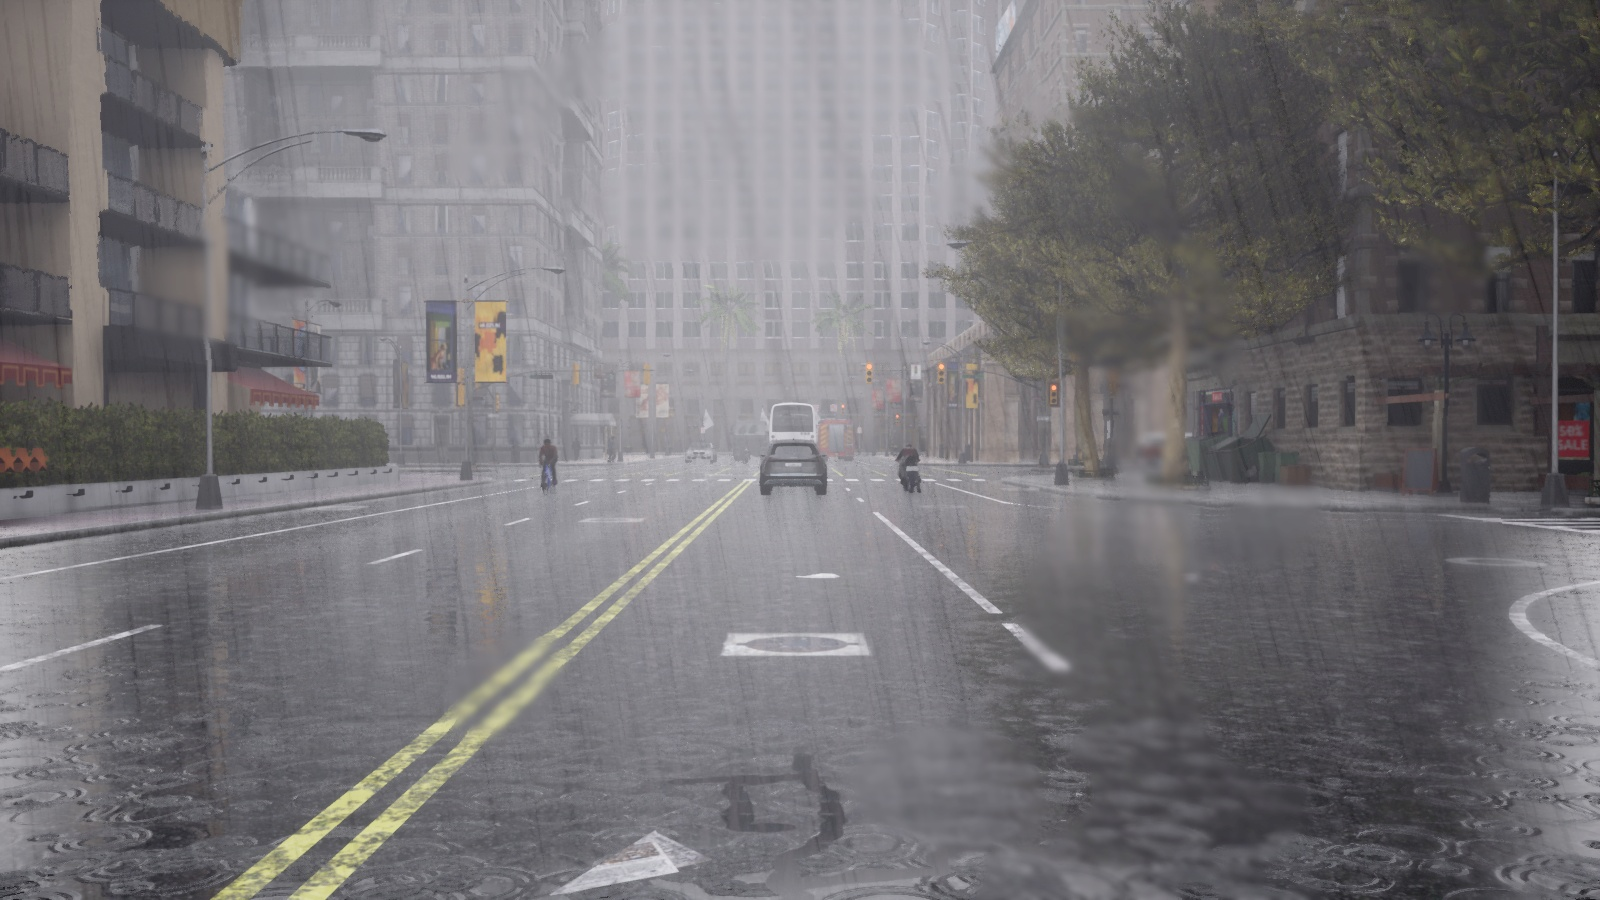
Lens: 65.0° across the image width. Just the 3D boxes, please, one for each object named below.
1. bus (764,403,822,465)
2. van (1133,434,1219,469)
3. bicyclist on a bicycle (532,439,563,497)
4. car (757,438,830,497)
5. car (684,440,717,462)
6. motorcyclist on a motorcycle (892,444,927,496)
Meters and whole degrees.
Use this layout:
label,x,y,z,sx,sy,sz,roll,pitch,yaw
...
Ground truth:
label,x,y,z,sx,sy,sz,roll,pitch,yaw
bus,-0.525,-1.144,91.055,3.944,4.253,10.273,0,1,0
van,22.090,0.071,73.871,4.480,2.038,2.069,0,0,1
bicyclist on a bicycle,-7.187,0.492,35.799,0.582,1.620,1.656,0,1,0
car,-0.196,0.465,37.376,2.033,1.649,4.856,0,0,0
car,-7.558,0.043,95.907,2.242,1.667,4.611,0,0,0
motorcyclist on a motorcycle,3.298,0.569,38.045,0.866,1.530,2.191,0,0,0
